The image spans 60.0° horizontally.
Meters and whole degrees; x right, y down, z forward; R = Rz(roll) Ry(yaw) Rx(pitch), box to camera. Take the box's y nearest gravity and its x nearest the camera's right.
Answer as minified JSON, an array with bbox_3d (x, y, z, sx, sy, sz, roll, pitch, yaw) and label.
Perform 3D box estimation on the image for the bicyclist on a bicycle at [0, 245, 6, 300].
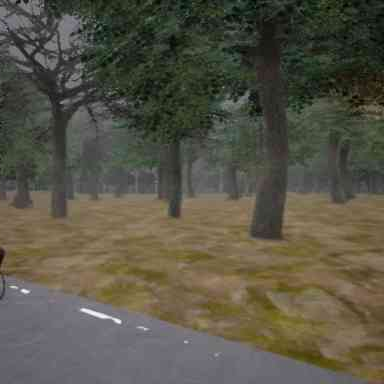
[{"bbox_3d":[-4.660,1.578,7.612,1.656,1.620,0.582,-1,-2,36],"label":"bicyclist on a bicycle"}]
